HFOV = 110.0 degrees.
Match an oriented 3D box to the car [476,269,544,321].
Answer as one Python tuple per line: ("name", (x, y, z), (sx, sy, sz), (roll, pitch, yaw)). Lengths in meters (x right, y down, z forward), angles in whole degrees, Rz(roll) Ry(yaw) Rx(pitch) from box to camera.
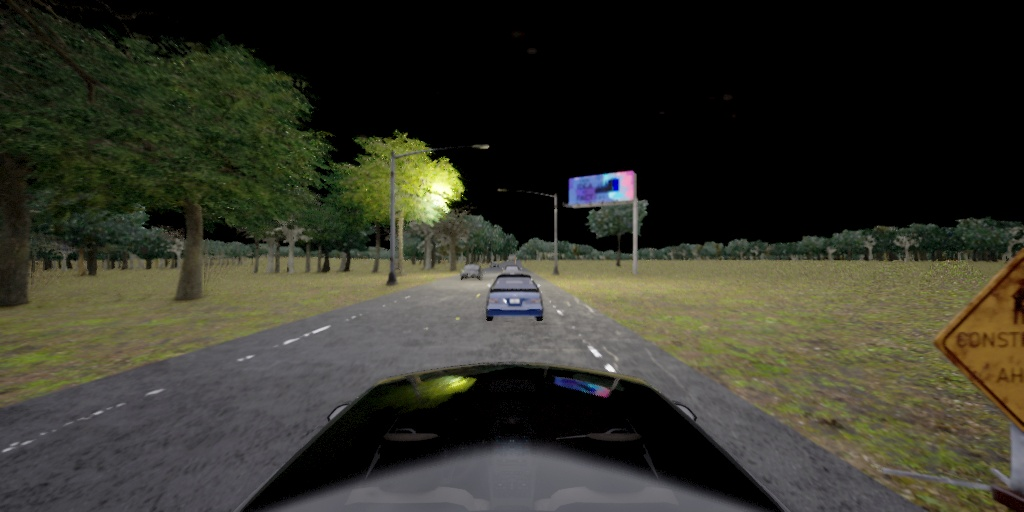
("car", (0.076, 1.346, 12.729), (2.033, 1.411, 5.357), (0, 0, 0))

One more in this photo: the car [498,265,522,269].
("car", (0.007, 1.565, 33.389), (1.994, 1.385, 4.181), (0, -1, 0))

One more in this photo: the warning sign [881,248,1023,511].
("warning sign", (3.551, 0.868, 2.488), (1.300, 1.860, 1.060), (0, 0, 0))

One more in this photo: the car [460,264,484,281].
("car", (-3.687, 1.507, 33.424), (1.837, 1.490, 4.892), (0, -1, 0))
